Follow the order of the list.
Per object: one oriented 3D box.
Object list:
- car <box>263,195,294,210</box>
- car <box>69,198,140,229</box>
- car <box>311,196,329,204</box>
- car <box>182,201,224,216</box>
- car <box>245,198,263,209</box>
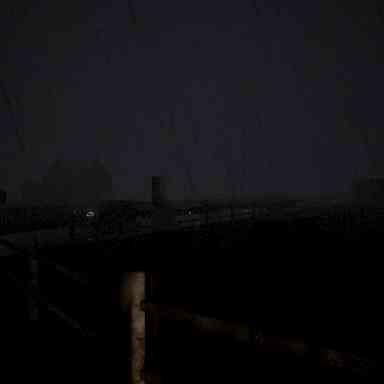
[{"bbox_3d":[10.566,1.166,39.477,2.097,1.767,4.553,-1,0,34],"label":"car"},{"bbox_3d":[-5.468,1.295,21.201,2.097,1.767,4.553,-1,0,34],"label":"car"},{"bbox_3d":[21.215,1.320,55.085,1.895,1.301,4.718,-1,0,34],"label":"car"},{"bbox_3d":[1.059,1.494,30.768,1.895,1.301,4.718,-1,0,34],"label":"car"},{"bbox_3d":[8.143,1.401,41.117,1.994,1.385,4.181,-1,0,35],"label":"car"}]
